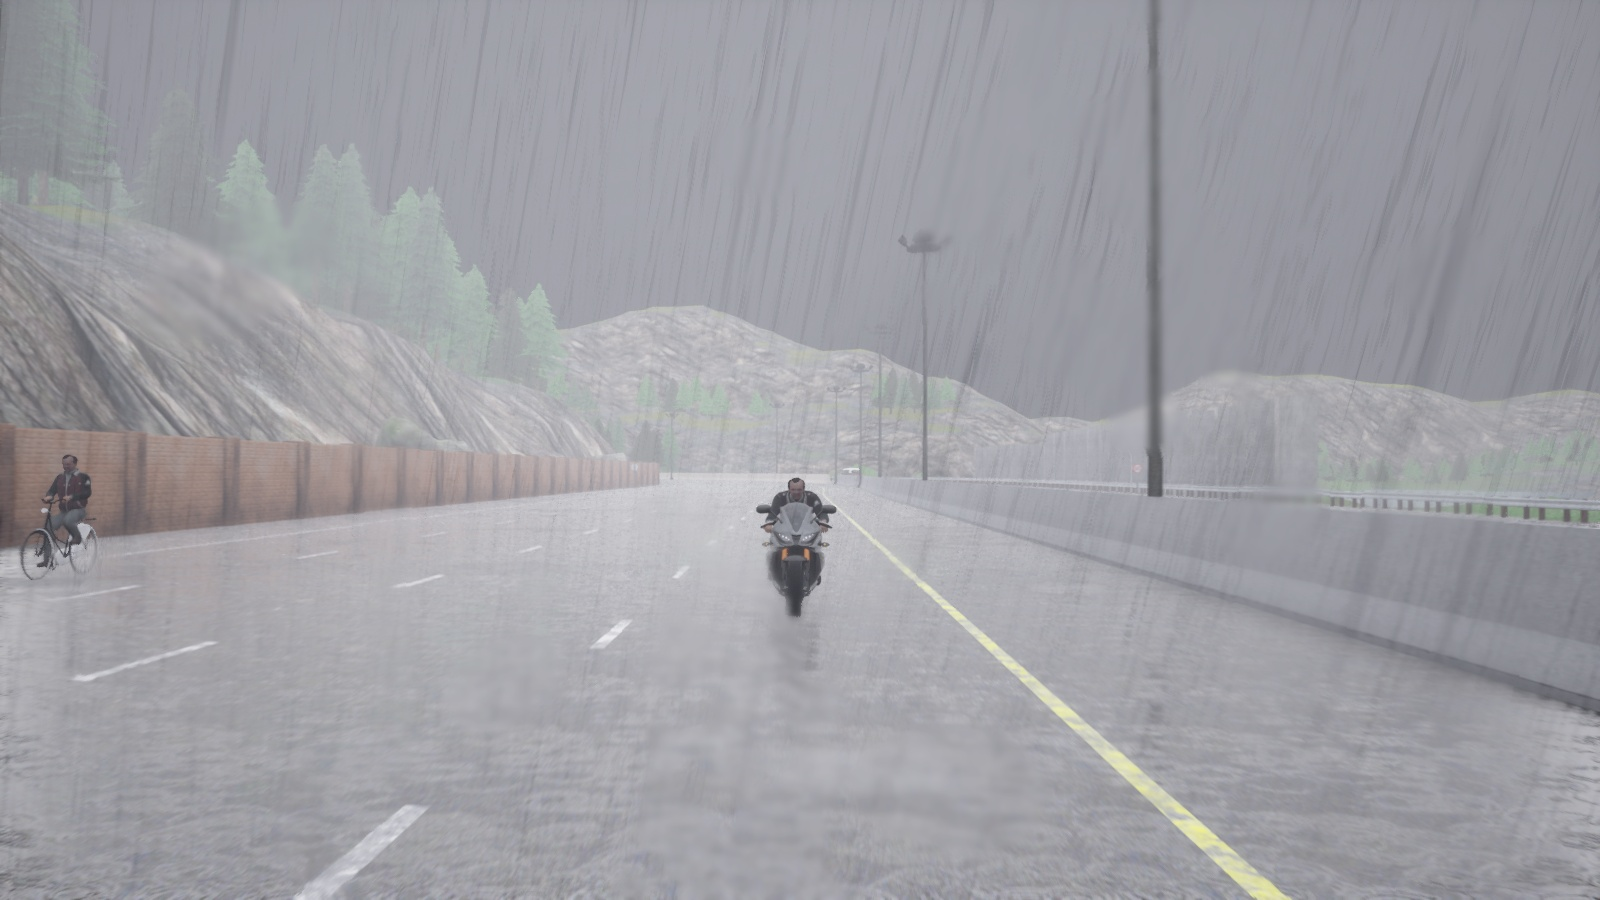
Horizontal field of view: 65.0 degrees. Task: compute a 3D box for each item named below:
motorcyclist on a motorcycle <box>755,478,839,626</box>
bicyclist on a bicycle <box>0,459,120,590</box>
[{"bbox_3d":[-0.034,1.090,14.222,0.866,1.530,2.191,0,-1,0],"label":"motorcyclist on a motorcycle"},{"bbox_3d":[-10.542,1.030,17.918,0.659,1.776,1.843,0,-1,0],"label":"bicyclist on a bicycle"}]
